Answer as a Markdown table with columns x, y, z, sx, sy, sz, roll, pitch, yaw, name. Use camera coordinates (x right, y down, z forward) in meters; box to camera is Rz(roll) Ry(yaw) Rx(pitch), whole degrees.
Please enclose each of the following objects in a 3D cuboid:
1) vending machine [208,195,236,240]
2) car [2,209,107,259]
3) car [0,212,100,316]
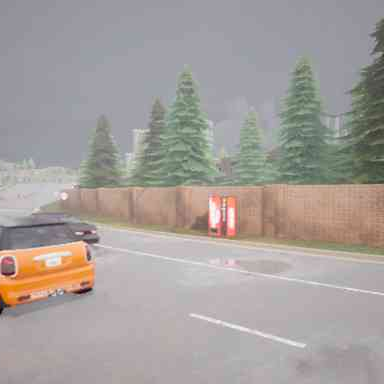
| x | y | z | sx | sy | sz | roll | pitch | yaw | name |
| --- | --- | --- | --- | --- | --- | --- | --- | --- | --- |
| 1.481 | 1.195 | 16.321 | 0.880 | 2.100 | 1.100 | 0 | 0 | 42 | vending machine |
| -5.872 | 1.548 | 13.736 | 5.357 | 1.411 | 2.033 | 0 | 0 | 44 | car |
| -4.251 | 1.351 | 7.640 | 4.553 | 1.767 | 2.097 | 0 | 0 | 40 | car |
